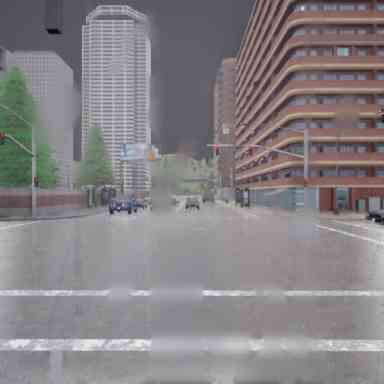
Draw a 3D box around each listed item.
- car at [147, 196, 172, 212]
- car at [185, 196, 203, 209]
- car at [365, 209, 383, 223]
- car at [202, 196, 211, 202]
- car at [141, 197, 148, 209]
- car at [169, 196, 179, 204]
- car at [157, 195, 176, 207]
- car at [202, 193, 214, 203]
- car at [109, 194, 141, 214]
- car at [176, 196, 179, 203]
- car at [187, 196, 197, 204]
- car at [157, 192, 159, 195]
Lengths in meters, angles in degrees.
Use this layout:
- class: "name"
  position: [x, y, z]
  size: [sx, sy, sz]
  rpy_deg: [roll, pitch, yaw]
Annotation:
- class: "car"
  position: [-3.651, 1.526, 38.247]
  size: [1.812, 1.442, 4.674]
  rpy_deg: [0, 0, 0]
- class: "car"
  position: [0.045, 1.547, 46.324]
  size: [2.033, 1.411, 5.357]
  rpy_deg: [0, 0, 0]
- class: "car"
  position: [15.000, 1.492, 23.239]
  size: [5.357, 1.411, 2.033]
  rpy_deg: [0, 0, -12]
- class: "car"
  position: [3.391, 1.576, 78.236]
  size: [1.895, 1.301, 4.718]
  rpy_deg: [0, 0, 0]
- class: "car"
  position: [-7.163, 1.547, 45.437]
  size: [2.033, 1.411, 5.357]
  rpy_deg: [0, 0, 0]
- class: "car"
  position: [-3.615, 1.526, 67.010]
  size: [1.812, 1.442, 4.674]
  rpy_deg: [0, 0, 0]
- class: "car"
  position: [-3.658, 1.526, 47.343]
  size: [1.812, 1.442, 4.674]
  rpy_deg: [0, 0, 0]
- class: "car"
  position: [3.405, 1.221, 68.668]
  size: [2.150, 2.045, 5.566]
  rpy_deg: [0, 0, 0]
- class: "car"
  position: [-7.150, 1.222, 35.187]
  size: [2.150, 2.045, 5.566]
  rpy_deg: [0, 0, 0]
- class: "car"
  position: [-3.663, 1.547, 57.054]
  size: [2.033, 1.411, 5.357]
  rpy_deg: [0, 0, 0]
- class: "car"
  position: [0.008, 1.477, 65.222]
  size: [1.882, 1.535, 5.008]
  rpy_deg: [0, 0, 0]
- class: "car"
  position: [-7.134, 1.352, 64.775]
  size: [2.097, 1.767, 4.553]
  rpy_deg: [0, 0, 0]
